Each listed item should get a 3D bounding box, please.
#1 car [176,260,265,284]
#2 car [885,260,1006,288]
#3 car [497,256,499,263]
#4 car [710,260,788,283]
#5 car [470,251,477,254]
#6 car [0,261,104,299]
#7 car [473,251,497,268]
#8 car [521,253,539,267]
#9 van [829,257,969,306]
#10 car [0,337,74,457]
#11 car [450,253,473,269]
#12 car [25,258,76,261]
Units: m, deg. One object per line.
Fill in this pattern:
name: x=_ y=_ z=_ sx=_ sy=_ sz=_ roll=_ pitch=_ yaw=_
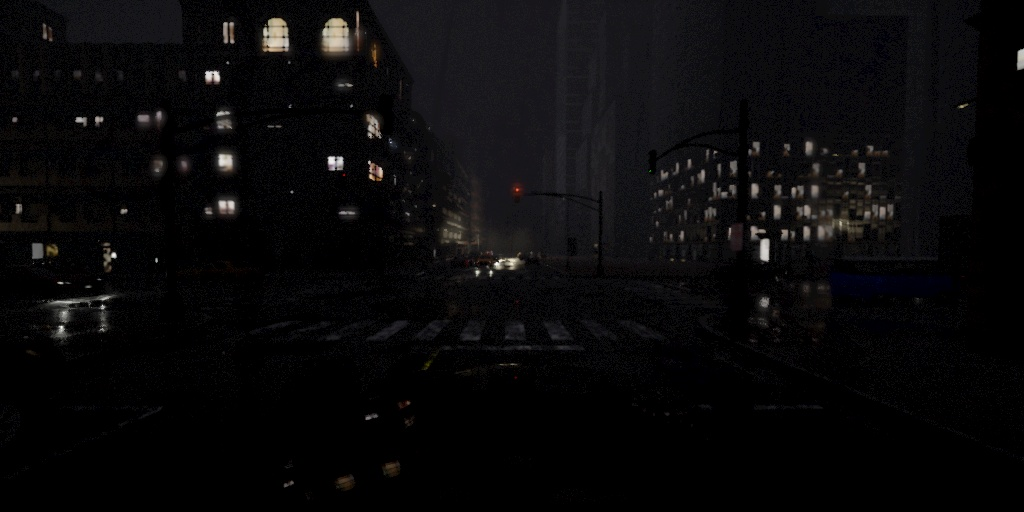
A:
car: x=-17.944 y=0.920 z=22.034 sx=4.829 sy=1.417 sz=1.751 roll=0 pitch=0 yaw=0
car: x=23.534 y=0.951 z=19.616 sx=4.181 sy=1.385 sz=1.994 roll=0 pitch=2 yaw=0
car: x=-3.225 y=0.414 z=60.042 sx=1.895 sy=1.301 sz=4.718 roll=0 pitch=1 yaw=0
car: x=14.614 y=0.889 z=22.187 sx=4.313 sy=1.339 sz=1.948 roll=0 pitch=0 yaw=0
car: x=-5.826 y=0.478 z=45.801 sx=1.967 sy=1.591 sz=4.097 roll=0 pitch=0 yaw=0
car: x=-21.624 y=1.120 z=16.308 sx=4.674 sy=1.442 sz=1.812 roll=0 pitch=2 yaw=0
car: x=-3.208 y=0.564 z=42.829 sx=1.882 sy=1.535 sz=5.008 roll=0 pitch=1 yaw=0
car: x=2.521 y=0.583 z=45.884 sx=1.888 sy=1.381 sz=4.507 roll=0 pitch=0 yaw=0
van: x=14.654 y=0.924 z=13.810 sx=3.998 sy=1.789 sz=1.690 roll=0 pitch=0 yaw=0
car: x=-5.690 y=1.294 z=2.092 sx=2.007 sy=1.370 sz=4.403 roll=0 pitch=0 yaw=0
car: x=-5.808 y=0.674 z=40.153 sx=1.888 sy=1.381 sz=4.507 roll=0 pitch=0 yaw=0
car: x=-28.841 y=0.863 z=21.983 sx=4.097 sy=1.591 sz=1.967 roll=0 pitch=0 yaw=0
